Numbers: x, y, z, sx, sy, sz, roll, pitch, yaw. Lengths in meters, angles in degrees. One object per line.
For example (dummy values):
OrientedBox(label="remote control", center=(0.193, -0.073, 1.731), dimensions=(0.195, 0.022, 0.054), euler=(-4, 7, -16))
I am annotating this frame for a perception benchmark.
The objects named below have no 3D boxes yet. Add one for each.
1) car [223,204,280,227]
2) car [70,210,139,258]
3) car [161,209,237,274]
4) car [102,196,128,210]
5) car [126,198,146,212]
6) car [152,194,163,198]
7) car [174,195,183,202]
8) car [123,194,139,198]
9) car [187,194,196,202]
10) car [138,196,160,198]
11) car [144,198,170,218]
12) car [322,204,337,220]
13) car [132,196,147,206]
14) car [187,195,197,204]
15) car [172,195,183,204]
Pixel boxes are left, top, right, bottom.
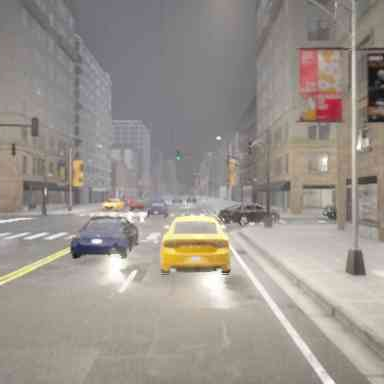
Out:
OrientedBox(label="car", center=(4.154, 1.602, 23.705), dimensions=(4.892, 1.490, 1.837), euler=(0, -4, -33))
OrientedBox(label="car", center=(-3.234, 1.610, 12.992), dimensions=(1.994, 1.385, 4.181), euler=(0, 0, -3))
OrientedBox(label="car", center=(0.095, 1.515, 10.686), dimensions=(1.882, 1.535, 5.008), euler=(0, 0, 0))
OrientedBox(label="car", center=(-9.873, 1.630, 42.015), dimensions=(1.882, 1.535, 5.008), euler=(0, 0, 0))
OrientedBox(label="car", center=(-6.621, 1.753, 41.911), dimensions=(1.895, 1.301, 4.718), euler=(0, 0, 0))
OrientedBox(label="car", center=(-6.545, 1.441, 62.032), dimensions=(2.150, 2.045, 5.566), euler=(0, 0, 0))
OrientedBox(label="car", center=(-3.310, 1.640, 82.566), dimensions=(2.097, 1.767, 4.553), euler=(0, 0, 0))
OrientedBox(label="car", center=(-9.846, 1.408, 51.952), dimensions=(2.150, 2.045, 5.566), euler=(0, 0, 0))
OrientedBox(label="car", center=(-0.060, 1.504, 81.322), dimensions=(2.097, 1.767, 4.553), euler=(0, 0, 0))
OrientedBox(label="car", center=(-6.595, 1.733, 51.555), dimensions=(2.033, 1.411, 5.357), euler=(0, 0, 0))
OrientedBox(label="car", center=(-3.169, 1.642, 31.800), dimensions=(1.812, 1.442, 4.674), euler=(0, 0, 0))
OrientedBox(label="car", center=(13.707, 1.373, 27.267), dimensions=(5.566, 2.045, 2.150), euler=(0, 0, 0))
OrientedBox(label="car", center=(-9.795, 1.572, 61.942), dimensions=(2.097, 1.767, 4.553), euler=(0, 0, 0))
OrientedBox(label="car", center=(-0.052, 1.601, 71.319), dimensions=(2.097, 1.767, 4.553), euler=(0, 0, 0))
OrientedBox(label="car", center=(-3.304, 1.807, 72.964), dimensions=(1.994, 1.385, 4.181), euler=(0, 0, 0))
